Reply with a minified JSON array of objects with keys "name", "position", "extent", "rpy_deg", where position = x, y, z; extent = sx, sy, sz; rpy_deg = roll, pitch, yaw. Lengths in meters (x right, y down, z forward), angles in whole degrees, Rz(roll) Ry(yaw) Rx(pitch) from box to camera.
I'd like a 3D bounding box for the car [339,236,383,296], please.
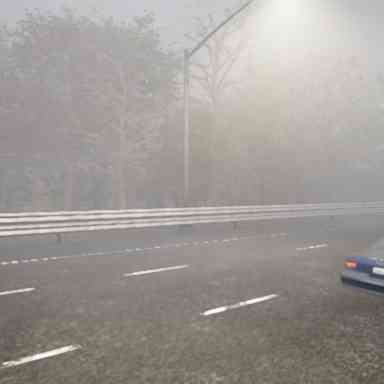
[{"name":"car","position":[5.665,1.572,7.805],"extent":[5.357,1.411,2.033],"rpy_deg":[0,0,-35]}]
